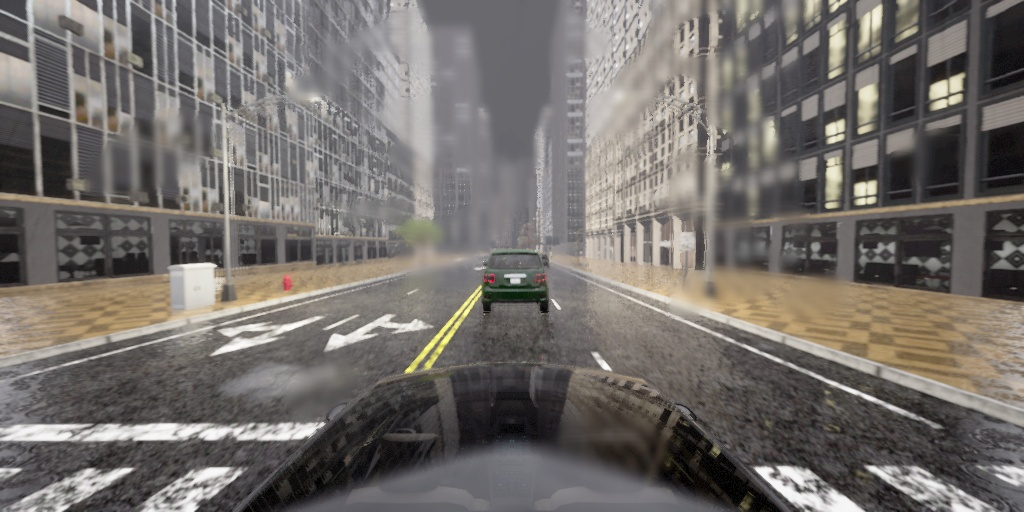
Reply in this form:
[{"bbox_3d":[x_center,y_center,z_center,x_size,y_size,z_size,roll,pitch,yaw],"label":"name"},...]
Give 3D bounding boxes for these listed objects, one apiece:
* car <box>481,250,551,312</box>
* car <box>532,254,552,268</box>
[{"bbox_3d":[0.104,0.781,13.285,2.150,2.045,5.566,0,1,0],"label":"car"},{"bbox_3d":[3.288,0.517,40.607,1.837,1.490,4.892,0,1,0],"label":"car"}]
